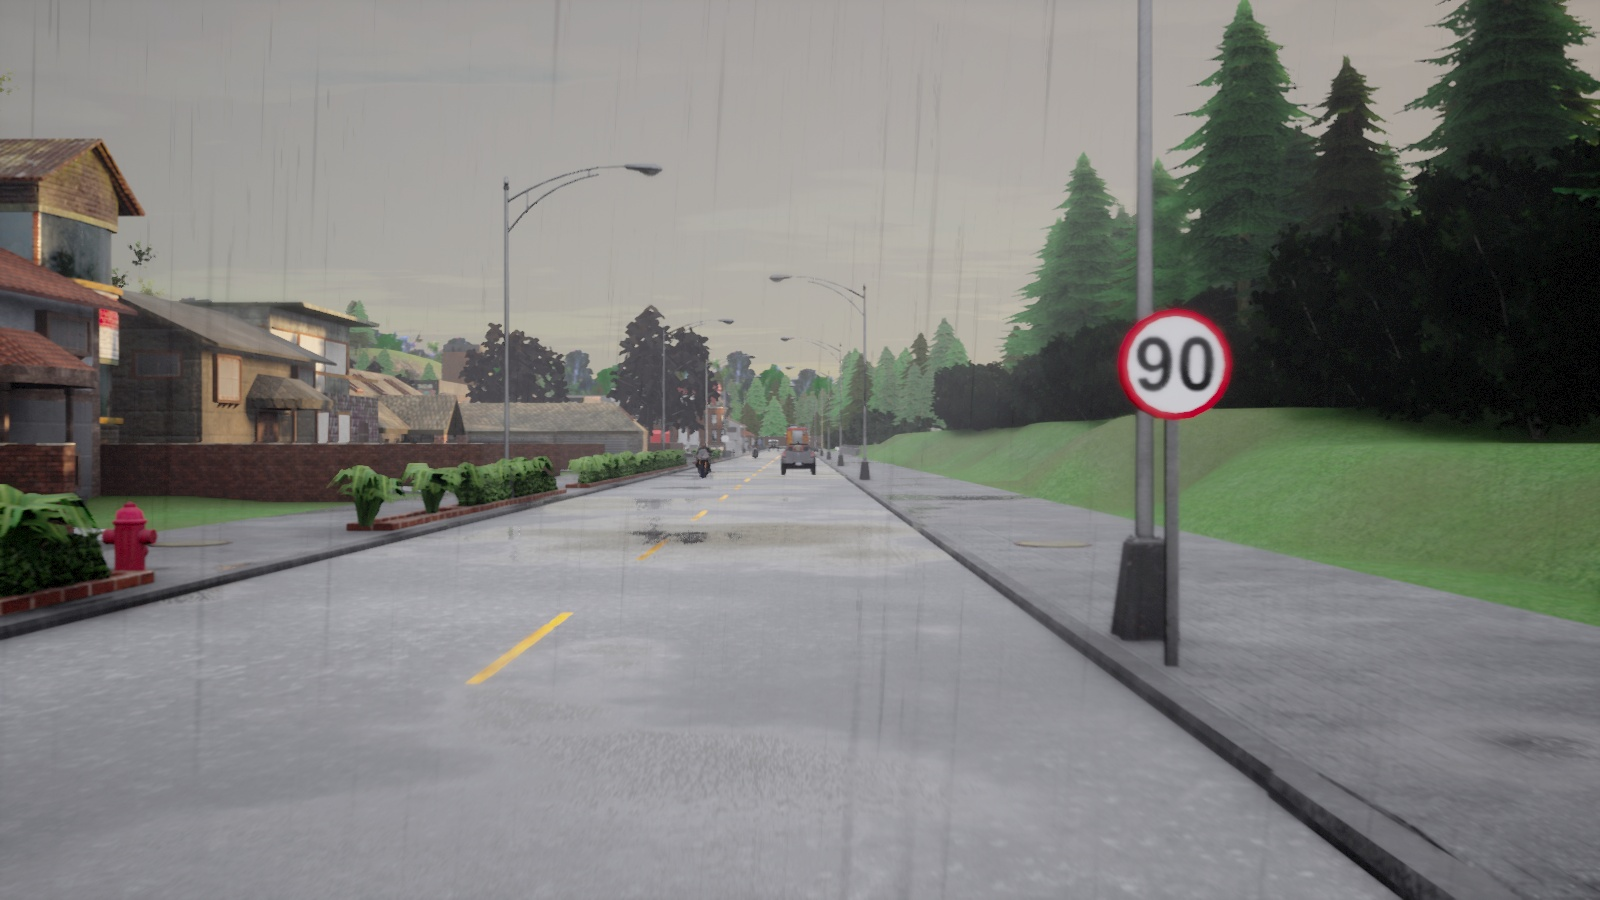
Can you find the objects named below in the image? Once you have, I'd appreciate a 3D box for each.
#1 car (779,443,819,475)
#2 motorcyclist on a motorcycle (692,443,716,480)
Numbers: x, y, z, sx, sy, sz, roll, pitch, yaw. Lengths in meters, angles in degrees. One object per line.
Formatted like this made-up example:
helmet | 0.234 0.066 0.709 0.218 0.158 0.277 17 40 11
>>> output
car | -0.051 0.421 59.967 1.845 1.501 3.633 0 0 0
motorcyclist on a motorcycle | -4.049 0.479 53.036 0.866 1.530 2.191 0 0 0
